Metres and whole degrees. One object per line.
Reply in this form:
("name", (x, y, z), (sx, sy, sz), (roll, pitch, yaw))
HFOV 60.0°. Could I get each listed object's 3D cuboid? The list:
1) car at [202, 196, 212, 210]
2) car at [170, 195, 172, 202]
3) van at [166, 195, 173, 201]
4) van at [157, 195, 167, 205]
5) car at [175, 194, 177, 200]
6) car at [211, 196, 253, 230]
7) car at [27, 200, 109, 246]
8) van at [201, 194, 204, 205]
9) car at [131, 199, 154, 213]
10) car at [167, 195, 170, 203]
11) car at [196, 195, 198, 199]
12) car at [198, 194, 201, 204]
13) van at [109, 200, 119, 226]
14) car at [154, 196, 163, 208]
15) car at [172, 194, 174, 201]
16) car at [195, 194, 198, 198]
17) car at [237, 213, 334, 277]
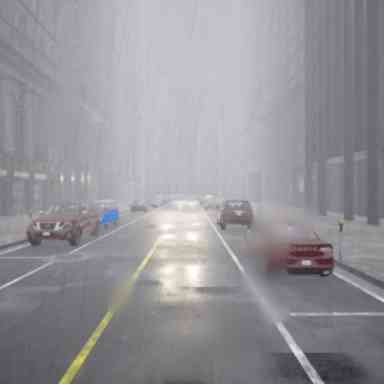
("car", (2.605, 1.624, 44.176), (1.752, 1.417, 4.829), (0, 0, 0))
("car", (-6.021, 1.759, 72.145), (1.947, 1.339, 4.313), (0, 0, 0))
("van", (-6.083, 1.583, 89.056), (1.690, 1.788, 3.998), (0, 0, 0))
("van", (-5.981, 1.502, 60.872), (1.690, 1.788, 3.998), (0, 0, 0))
("car", (-6.103, 1.699, 94.692), (1.967, 1.590, 4.097), (0, 0, 0))
("car", (2.687, 1.356, 21.461), (2.192, 1.841, 5.009), (0, 0, 0))
("car", (-5.817, 1.357, 15.779), (2.192, 1.841, 5.009), (0, 0, 0))
("van", (2.584, 1.456, 49.642), (1.690, 1.788, 3.998), (0, 0, 0))
("car", (-5.898, 1.642, 38.325), (1.887, 1.381, 4.507), (0, 0, 0))
("car", (-6.000, 1.743, 66.508), (1.947, 1.339, 4.313), (0, 0, 0))
("car", (2.504, 1.730, 72.187), (2.008, 1.369, 4.403), (0, 0, 0))
("car", (2.544, 1.587, 60.915), (1.967, 1.590, 4.097), (0, 0, 0))
("van", (-5.838, 1.396, 21.415), (1.690, 1.788, 3.998), (0, 0, 0))
("car", (-5.939, 1.694, 49.598), (1.947, 1.339, 4.313), (0, 0, 0))
("car", (-6.043, 1.525, 77.782), (2.192, 1.841, 5.009), (0, 0, 0))
("car", (2.463, 1.652, 83.459), (1.967, 1.590, 4.097), (0, 0, 0))
("car", (2.729, 1.561, 10.188), (1.887, 1.381, 4.507), (0, 0, 0))
